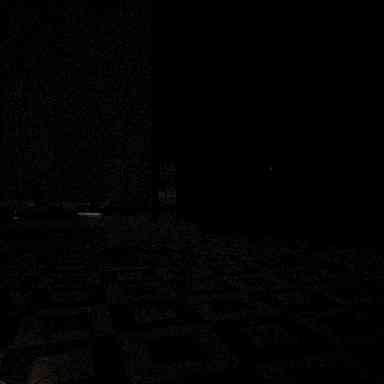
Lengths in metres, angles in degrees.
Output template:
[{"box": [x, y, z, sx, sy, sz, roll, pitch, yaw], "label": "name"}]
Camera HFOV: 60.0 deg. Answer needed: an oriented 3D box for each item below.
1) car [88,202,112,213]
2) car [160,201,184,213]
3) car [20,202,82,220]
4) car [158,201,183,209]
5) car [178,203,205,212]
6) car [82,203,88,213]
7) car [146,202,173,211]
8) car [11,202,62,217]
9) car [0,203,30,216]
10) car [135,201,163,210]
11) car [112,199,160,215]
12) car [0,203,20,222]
[{"box": [-10.893, 2.011, 44.023, 1.812, 1.442, 4.674, 0, -1, 35], "label": "car"}, {"box": [-3.327, 2.113, 44.572, 1.887, 1.381, 4.507, -1, -2, 35], "label": "car"}, {"box": [-13.059, 1.824, 30.926, 1.752, 1.417, 4.829, -1, -2, 35], "label": "car"}, {"box": [-3.710, 2.305, 58.716, 2.008, 1.369, 4.403, -1, -2, 35], "label": "car"}, {"box": [-0.046, 2.245, 49.171, 1.802, 1.307, 4.206, -1, -2, 36], "label": "car"}, {"box": [-13.540, 2.016, 44.933, 1.887, 1.381, 4.507, -1, -2, 35], "label": "car"}, {"box": [-5.034, 2.217, 52.175, 1.994, 1.385, 4.181, 0, -1, 37], "label": "car"}, {"box": [-16.679, 1.852, 35.927, 1.812, 1.442, 4.674, 0, -1, 36], "label": "car"}, {"box": [-20.093, 1.841, 35.743, 2.008, 1.369, 4.403, -1, -1, 35], "label": "car"}, {"box": [-6.987, 2.209, 54.122, 2.008, 1.369, 4.403, -1, -2, 35], "label": "car"}, {"box": [-6.605, 1.791, 39.983, 2.192, 1.841, 5.009, -1, -2, 35], "label": "car"}, {"box": [-16.434, 1.774, 26.193, 1.947, 1.339, 4.313, -1, -2, 35], "label": "car"}]
